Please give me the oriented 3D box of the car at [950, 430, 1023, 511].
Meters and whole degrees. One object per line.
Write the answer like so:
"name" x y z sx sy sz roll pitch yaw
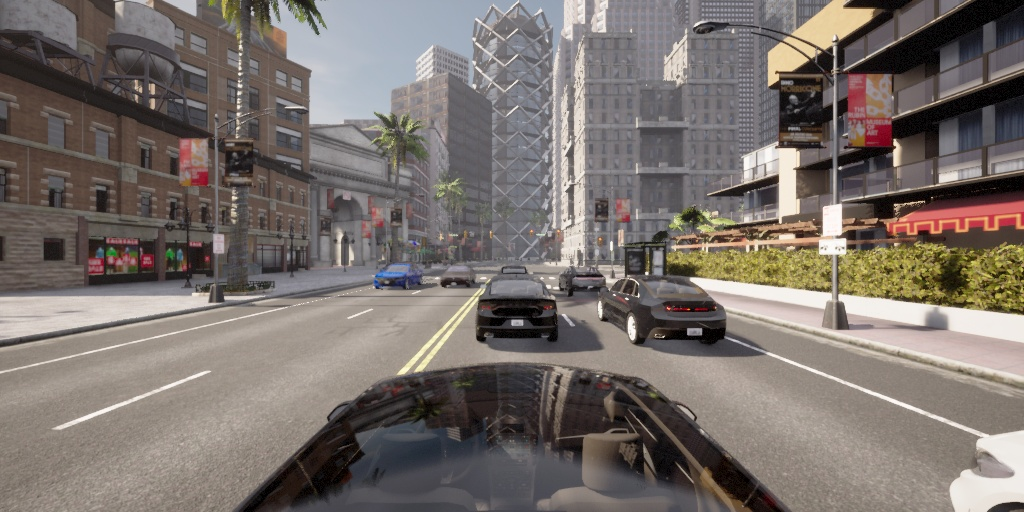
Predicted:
"car" 3.662 1.276 0.218 1.812 1.442 4.674 0 0 -1

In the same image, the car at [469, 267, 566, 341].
"car" 0.109 1.228 9.878 1.882 1.535 5.008 0 0 0

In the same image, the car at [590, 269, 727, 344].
"car" 3.609 1.255 9.523 1.837 1.490 4.892 0 0 0

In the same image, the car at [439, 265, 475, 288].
"car" -3.503 1.297 24.175 2.033 1.411 5.357 0 0 0

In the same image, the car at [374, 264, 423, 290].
"car" -7.018 1.228 22.651 1.882 1.535 5.008 0 0 0

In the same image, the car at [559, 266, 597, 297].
"car" 3.602 1.241 18.929 2.128 1.511 4.902 0 0 0
